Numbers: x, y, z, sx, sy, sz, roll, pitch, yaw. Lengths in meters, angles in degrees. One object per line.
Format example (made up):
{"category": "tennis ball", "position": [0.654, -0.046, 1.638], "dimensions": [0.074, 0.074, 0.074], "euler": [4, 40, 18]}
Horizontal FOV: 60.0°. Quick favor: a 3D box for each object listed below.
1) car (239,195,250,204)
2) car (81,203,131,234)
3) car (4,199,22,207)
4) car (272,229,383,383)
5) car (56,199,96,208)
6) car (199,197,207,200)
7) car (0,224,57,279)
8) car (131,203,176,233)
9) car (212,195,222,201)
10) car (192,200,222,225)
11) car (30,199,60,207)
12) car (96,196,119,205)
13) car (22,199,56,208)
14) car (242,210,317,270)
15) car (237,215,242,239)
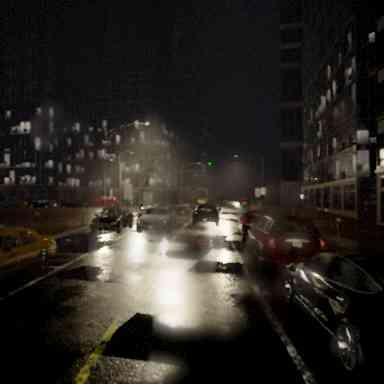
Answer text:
{"category": "car", "position": [11.079, 1.546, 69.641], "dimensions": [2.192, 1.841, 5.009], "euler": [1, 0, 14]}
{"category": "car", "position": [-4.609, 1.595, 19.657], "dimensions": [2.008, 1.369, 4.403], "euler": [1, 0, 4]}
{"category": "car", "position": [-30.806, 1.928, 58.675], "dimensions": [4.829, 1.417, 1.752], "euler": [0, -1, 14]}
{"category": "car", "position": [2.784, 1.579, 5.313], "dimensions": [1.947, 1.339, 4.313], "euler": [1, 0, 1]}
{"category": "car", "position": [-16.292, 1.713, 46.882], "dimensions": [4.313, 1.339, 1.947], "euler": [0, -1, 14]}
{"category": "car", "position": [2.125, 1.766, 67.216], "dimensions": [1.752, 1.417, 4.829], "euler": [1, 0, 12]}
{"category": "car", "position": [-5.150, 1.542, 8.544], "dimensions": [1.752, 1.417, 4.829], "euler": [1, 0, 2]}
{"category": "car", "position": [-2.037, 1.598, 20.002], "dimensions": [1.812, 1.442, 4.674], "euler": [0, 0, 4]}
{"category": "car", "position": [6.356, 1.649, 83.396], "dimensions": [2.192, 1.841, 5.009], "euler": [1, 0, 15]}
{"category": "car", "position": [1.076, 1.609, 24.432], "dimensions": [1.837, 1.490, 4.892], "euler": [0, 0, 5]}
{"category": "car", "position": [-25.217, 1.923, 57.263], "dimensions": [4.403, 1.369, 2.008], "euler": [0, -1, 14]}
{"category": "car", "position": [-14.369, 1.626, 54.527], "dimensions": [5.009, 1.841, 2.192], "euler": [0, -1, 14]}
{"category": "car", "position": [-21.714, 1.729, 48.251], "dimensions": [4.403, 1.369, 2.008], "euler": [0, -1, 14]}
{"category": "car", "position": [2.961, 1.465, 10.998], "dimensions": [1.967, 1.590, 4.097], "euler": [1, 0, 3]}
{"category": "car", "position": [3.235, 1.581, 16.634], "dimensions": [1.887, 1.381, 4.507], "euler": [1, 0, 4]}
